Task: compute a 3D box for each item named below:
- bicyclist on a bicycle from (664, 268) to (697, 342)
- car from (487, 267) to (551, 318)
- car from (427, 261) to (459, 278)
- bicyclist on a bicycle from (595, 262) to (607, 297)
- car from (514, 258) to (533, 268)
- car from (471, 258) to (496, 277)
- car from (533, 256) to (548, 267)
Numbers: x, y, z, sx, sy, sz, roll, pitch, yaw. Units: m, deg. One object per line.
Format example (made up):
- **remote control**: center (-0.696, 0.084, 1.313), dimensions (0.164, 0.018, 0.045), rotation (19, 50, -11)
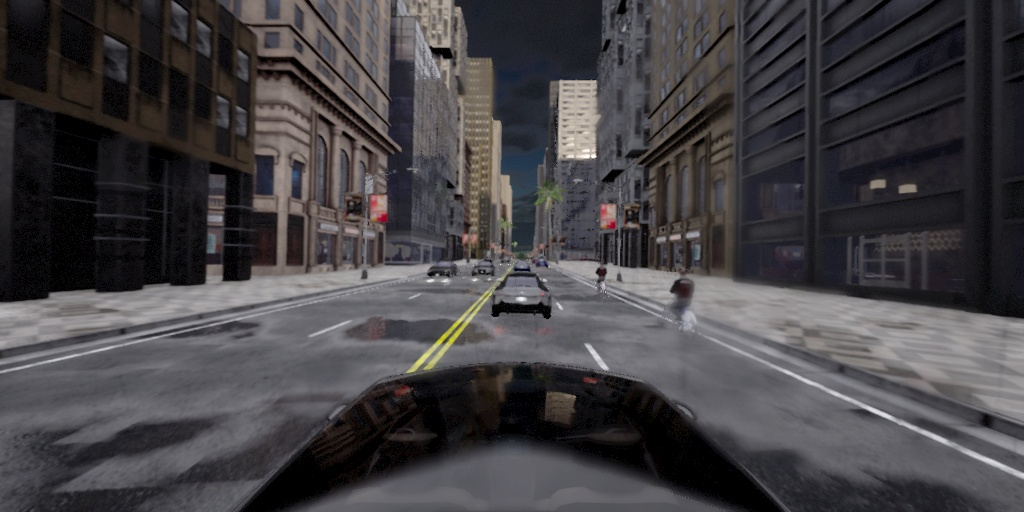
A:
- **bicyclist on a bicycle**: center (4.286, 1.188, 9.217), dimensions (0.659, 1.776, 1.843), rotation (1, 0, 2)
- **car**: center (0.347, 1.301, 13.089), dimensions (1.994, 1.385, 4.181), rotation (1, 0, 2)
- **car**: center (-5.836, 1.113, 31.062), dimensions (2.033, 1.411, 5.357), rotation (1, 0, 2)
- **bicyclist on a bicycle**: center (4.551, 1.171, 18.438), dimensions (0.659, 1.776, 1.843), rotation (1, 0, 2)
- **car**: center (1.223, 1.197, 43.535), dimensions (1.994, 1.385, 4.181), rotation (1, 0, 2)
- **car**: center (-2.531, 1.182, 32.873), dimensions (1.994, 1.385, 4.181), rotation (1, 0, 2)
- **car**: center (4.938, 1.135, 59.771), dimensions (1.812, 1.442, 4.674), rotation (1, 1, 2)
